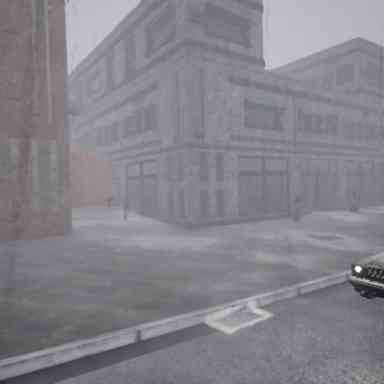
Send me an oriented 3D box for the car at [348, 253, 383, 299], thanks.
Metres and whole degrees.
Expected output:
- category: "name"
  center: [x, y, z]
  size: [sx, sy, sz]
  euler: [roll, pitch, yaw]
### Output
- category: "car"
  center: [5.473, 1.596, 7.284]
  size: [4.718, 1.301, 1.895]
  euler: [-1, 1, -35]
